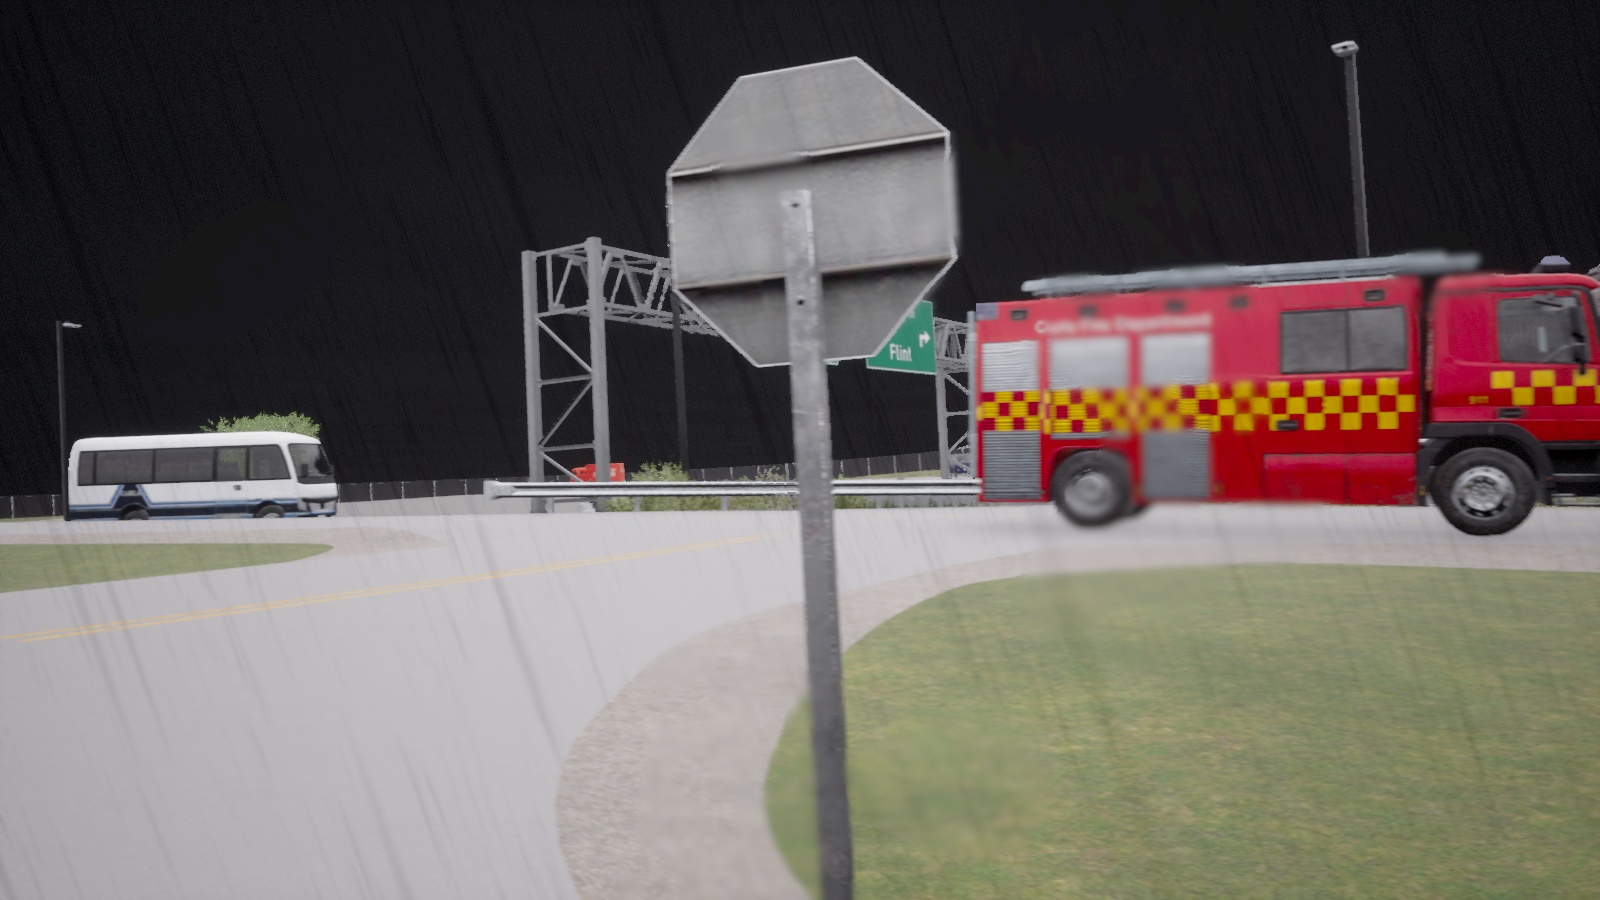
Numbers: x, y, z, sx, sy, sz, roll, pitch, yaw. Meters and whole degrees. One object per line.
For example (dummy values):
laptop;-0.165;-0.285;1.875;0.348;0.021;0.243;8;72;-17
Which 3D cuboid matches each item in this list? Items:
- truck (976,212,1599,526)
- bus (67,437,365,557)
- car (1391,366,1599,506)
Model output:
truck;7.115;-0.922;18.167;8.468;3.827;2.891;-2;0;25
bus;-23.639;1.873;51.170;10.273;4.253;3.944;-3;0;6
car;12.354;-0.224;19.255;5.566;2.045;2.150;-2;0;38
